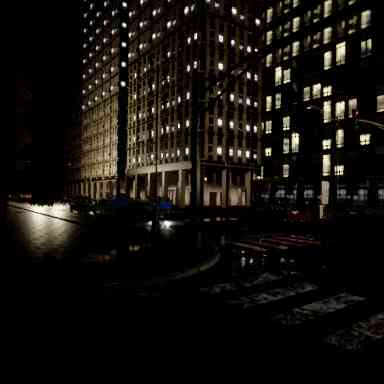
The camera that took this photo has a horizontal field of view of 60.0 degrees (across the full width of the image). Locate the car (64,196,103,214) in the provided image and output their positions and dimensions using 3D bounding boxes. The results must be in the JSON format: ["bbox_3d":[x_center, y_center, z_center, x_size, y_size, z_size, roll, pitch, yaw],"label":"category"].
[{"bbox_3d":[-10.815,1.427,32.935,2.008,1.369,4.403,1,-1,-35],"label":"car"}]

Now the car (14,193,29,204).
[{"bbox_3d":[-30.392,1.155,60.600,2.192,1.841,5.009,1,-1,-35],"label":"car"}]

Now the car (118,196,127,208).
[{"bbox_3d":[-7.239,1.584,42.386,2.008,1.369,4.403,1,-1,-35],"label":"car"}]

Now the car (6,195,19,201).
[{"bbox_3d":[-40.185,1.377,74.429,2.008,1.369,4.403,1,-1,-35],"label":"car"}]

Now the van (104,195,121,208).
[{"bbox_3d":[-10.499,1.368,46.999,1.690,1.788,3.998,1,-1,-35],"label":"van"}]

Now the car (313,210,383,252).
[{"bbox_3d":[6.965,1.476,12.261,1.882,1.535,5.008,0,0,-35],"label":"car"}]

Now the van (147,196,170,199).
[{"bbox_3d":[-3.972,1.382,37.777,1.690,1.788,3.998,1,-1,-35],"label":"van"}]

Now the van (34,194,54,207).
[{"bbox_3d":[-20.601,1.197,46.768,1.690,1.788,3.998,1,-1,-35],"label":"van"}]

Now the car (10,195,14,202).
[{"bbox_3d":[-36.923,1.396,69.818,1.947,1.339,4.313,1,-1,-35],"label":"car"}]

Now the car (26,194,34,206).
[{"bbox_3d":[-23.869,1.432,51.376,1.802,1.307,4.206,1,-1,-35],"label":"car"}]

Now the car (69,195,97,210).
[{"bbox_3d":[-13.661,1.268,41.488,2.097,1.767,4.553,1,-1,-35],"label":"car"}]

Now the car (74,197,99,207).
[{"bbox_3d":[-16.014,1.517,50.296,2.033,1.411,5.357,1,-1,-36],"label":"car"}]

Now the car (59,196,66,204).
[{"bbox_3d":[-22.142,1.463,58.951,1.837,1.490,4.892,1,-1,-35],"label":"car"}]

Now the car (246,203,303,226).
[{"bbox_3d":[5.817,1.505,23.945,1.967,1.590,4.097,1,-1,-35],"label":"car"}]

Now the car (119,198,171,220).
[{"bbox_3d":[-3.808,1.486,27.518,2.033,1.411,5.357,1,-1,-35],"label":"car"}]

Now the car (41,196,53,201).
[{"bbox_3d":[-36.611,1.570,83.879,1.802,1.307,4.206,1,-1,-35],"label":"car"}]
